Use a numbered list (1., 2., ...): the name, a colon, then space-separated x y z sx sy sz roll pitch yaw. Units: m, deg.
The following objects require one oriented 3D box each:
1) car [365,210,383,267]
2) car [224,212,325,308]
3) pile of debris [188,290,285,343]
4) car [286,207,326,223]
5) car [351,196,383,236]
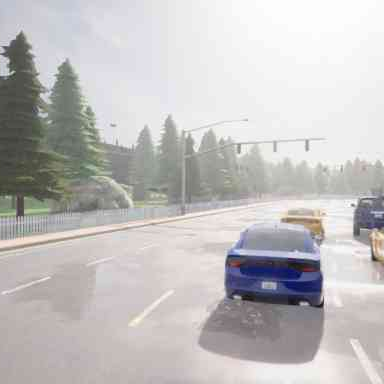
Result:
1. car: 6.150 1.478 9.041 1.882 1.535 5.008 0 0 21
2. car: 2.111 1.478 8.138 1.882 1.535 5.008 0 0 18
3. pile of debris: 0.911 2.175 6.049 1.500 0.140 1.860 0 0 16
4. car: 5.721 1.478 17.008 1.882 1.535 5.008 0 0 24
5. car: 9.997 1.221 18.153 2.150 2.045 5.566 0 0 26
